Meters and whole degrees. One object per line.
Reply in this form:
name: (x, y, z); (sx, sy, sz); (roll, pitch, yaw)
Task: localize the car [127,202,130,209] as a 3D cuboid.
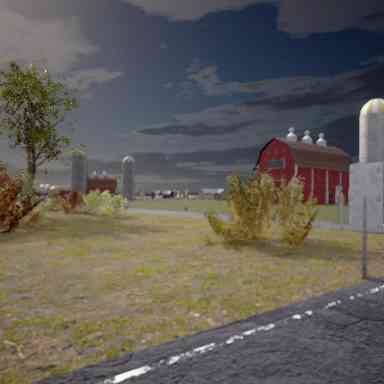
car: (-12.222, 1.845, 54.581); (2.150, 2.045, 5.566); (1, -1, -35)
